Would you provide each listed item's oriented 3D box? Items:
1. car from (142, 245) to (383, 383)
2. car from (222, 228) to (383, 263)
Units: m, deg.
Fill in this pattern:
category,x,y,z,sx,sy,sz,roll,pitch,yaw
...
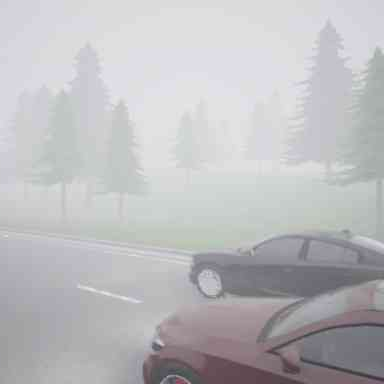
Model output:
category,x,y,z,sx,sy,sz,roll,pitch,yaw
car,1.676,1.526,2.796,4.674,1.442,1.812,0,0,35
car,2.209,1.479,6.715,5.008,1.535,1.882,0,0,35
